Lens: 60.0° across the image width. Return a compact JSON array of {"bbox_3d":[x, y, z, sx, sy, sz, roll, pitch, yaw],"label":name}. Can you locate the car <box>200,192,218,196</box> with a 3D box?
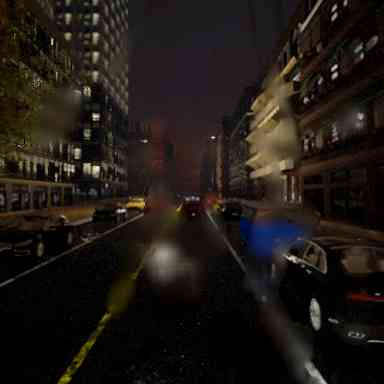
[{"bbox_3d":[2.676,1.019,45.946,2.192,1.841,5.009,1,0,0],"label":"car"}]

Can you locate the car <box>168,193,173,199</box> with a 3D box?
[{"bbox_3d":[-5.670,0.995,68.611,1.967,1.590,4.097,1,0,0],"label":"car"}]

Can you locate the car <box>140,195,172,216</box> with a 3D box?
[{"bbox_3d":[-3.095,1.288,29.695,1.882,1.535,5.008,0,0,0],"label":"car"}]

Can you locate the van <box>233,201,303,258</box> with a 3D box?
[{"bbox_3d":[2.705,1.265,12.010,1.690,1.788,3.998,1,0,0],"label":"van"}]

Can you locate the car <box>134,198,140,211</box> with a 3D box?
[{"bbox_3d":[-5.675,1.304,34.504,1.752,1.417,4.829,1,0,0],"label":"car"}]

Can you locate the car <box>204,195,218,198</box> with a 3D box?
[{"bbox_3d":[2.672,1.323,40.292,1.802,1.307,4.206,1,0,0],"label":"car"}]

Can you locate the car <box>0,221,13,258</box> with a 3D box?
[{"bbox_3d":[-5.679,1.504,6.392,1.887,1.381,4.507,1,0,0],"label":"car"}]

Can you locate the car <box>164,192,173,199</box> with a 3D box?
[{"bbox_3d":[-5.669,0.920,79.923,1.967,1.590,4.097,1,0,0],"label":"car"}]

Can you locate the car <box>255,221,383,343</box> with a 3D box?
[{"bbox_3d":[2.701,1.511,6.355,2.008,1.369,4.403,1,0,0],"label":"car"}]

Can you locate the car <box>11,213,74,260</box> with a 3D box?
[{"bbox_3d":[-5.678,1.475,12.048,2.008,1.369,4.403,1,0,0],"label":"car"}]

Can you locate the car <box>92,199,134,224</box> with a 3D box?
[{"bbox_3d":[-5.677,1.402,23.362,2.008,1.369,4.403,1,0,0],"label":"car"}]

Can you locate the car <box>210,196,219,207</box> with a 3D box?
[{"bbox_3d":[2.715,1.339,29.149,1.752,1.417,4.829,1,0,0],"label":"car"}]

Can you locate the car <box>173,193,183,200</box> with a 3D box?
[{"bbox_3d":[-2.992,1.027,71.567,1.837,1.490,4.892,0,0,0],"label":"car"}]

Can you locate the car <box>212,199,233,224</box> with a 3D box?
[{"bbox_3d":[2.710,1.418,23.323,1.947,1.339,4.313,1,0,0],"label":"car"}]

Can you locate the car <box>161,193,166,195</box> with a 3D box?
[{"bbox_3d":[-5.673,1.217,51.643,2.008,1.369,4.403,1,0,0],"label":"car"}]

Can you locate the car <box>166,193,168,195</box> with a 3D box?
[{"bbox_3d":[-5.673,1.180,57.300,2.008,1.369,4.403,1,0,0],"label":"car"}]

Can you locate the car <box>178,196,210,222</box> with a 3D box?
[{"bbox_3d":[0.103,1.323,24.365,1.882,1.535,5.008,0,0,0],"label":"car"}]

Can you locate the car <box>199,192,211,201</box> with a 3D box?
[{"bbox_3d":[2.679,0.871,68.571,2.192,1.841,5.009,1,0,0],"label":"car"}]
